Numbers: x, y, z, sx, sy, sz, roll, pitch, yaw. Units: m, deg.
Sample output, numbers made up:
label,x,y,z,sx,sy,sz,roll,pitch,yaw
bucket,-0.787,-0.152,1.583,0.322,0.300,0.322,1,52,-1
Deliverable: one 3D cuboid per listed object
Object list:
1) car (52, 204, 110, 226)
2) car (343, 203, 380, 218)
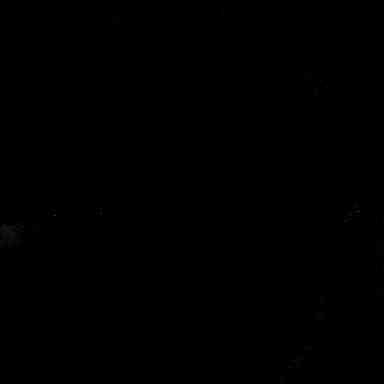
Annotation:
label,x,y,z,sx,sy,sz,roll,pitch,yaw
car,-9.349,1.883,28.066,4.553,1.767,2.097,-1,-1,6
car,17.307,1.861,33.803,4.674,1.442,1.812,0,-1,-36
